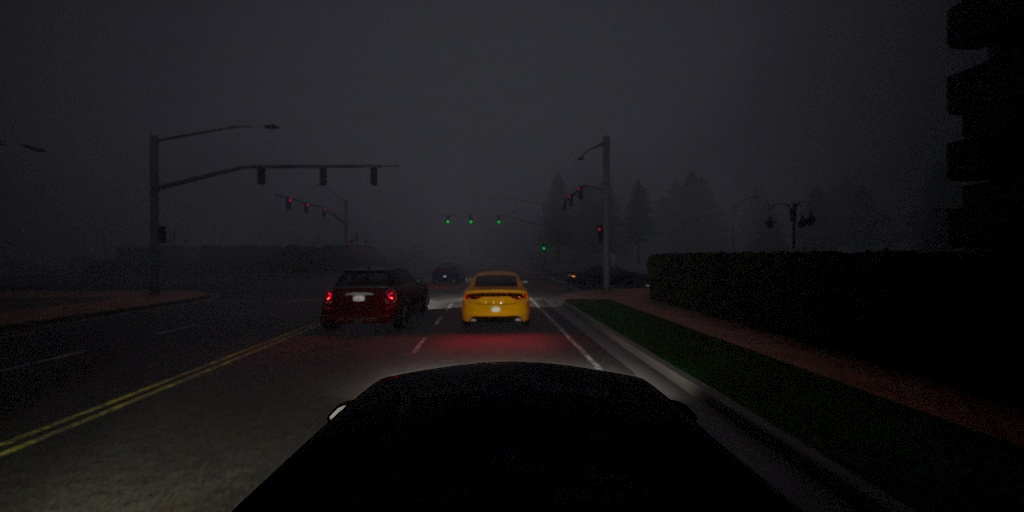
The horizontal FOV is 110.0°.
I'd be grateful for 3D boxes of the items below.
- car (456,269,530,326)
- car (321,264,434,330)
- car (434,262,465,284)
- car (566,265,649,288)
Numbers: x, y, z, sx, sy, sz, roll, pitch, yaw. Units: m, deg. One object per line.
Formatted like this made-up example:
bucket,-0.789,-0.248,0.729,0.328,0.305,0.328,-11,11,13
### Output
car,-0.481,1.222,11.670,1.882,1.535,5.008,0,0,-2
car,-4.014,1.106,11.303,2.097,1.767,4.553,0,0,-3
car,-4.598,1.222,26.685,1.882,1.535,5.008,0,0,-1
car,6.178,1.268,22.941,5.357,1.411,2.033,0,0,-3
